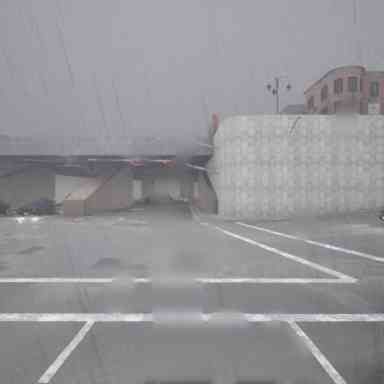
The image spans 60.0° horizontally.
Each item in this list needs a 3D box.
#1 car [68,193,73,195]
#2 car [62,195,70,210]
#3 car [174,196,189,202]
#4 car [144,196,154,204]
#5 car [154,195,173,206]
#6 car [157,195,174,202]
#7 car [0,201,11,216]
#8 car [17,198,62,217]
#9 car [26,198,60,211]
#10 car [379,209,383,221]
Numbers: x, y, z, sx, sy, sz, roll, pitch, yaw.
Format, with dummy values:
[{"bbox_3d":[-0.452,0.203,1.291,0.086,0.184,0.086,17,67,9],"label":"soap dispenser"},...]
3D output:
[{"bbox_3d":[-18.876,1.221,53.499,2.150,2.045,5.566,0,0,-1],"label":"car"},{"bbox_3d":[-15.095,1.525,42.602,1.812,1.442,4.674,0,0,-2],"label":"car"},{"bbox_3d":[-2.296,1.524,75.207,1.812,1.442,4.674,0,0,28],"label":"car"},{"bbox_3d":[-8.119,1.547,65.029,2.033,1.411,5.357,0,0,4],"label":"car"},{"bbox_3d":[-4.781,1.491,56.621,2.128,1.511,4.902,0,0,-1],"label":"car"},{"bbox_3d":[-5.976,1.500,75.461,1.837,1.490,4.892,0,0,24],"label":"car"},{"bbox_3d":[-18.238,1.478,29.918,1.882,1.535,5.008,0,0,-2],"label":"car"},{"bbox_3d":[-14.812,1.548,32.167,2.033,1.411,5.357,0,0,-2],"label":"car"},{"bbox_3d":[-18.577,1.493,41.693,2.128,1.511,4.902,0,0,-1],"label":"car"},{"bbox_3d":[12.781,0.873,18.258,4.674,1.442,1.812,-7,0,-1],"label":"car"}]
